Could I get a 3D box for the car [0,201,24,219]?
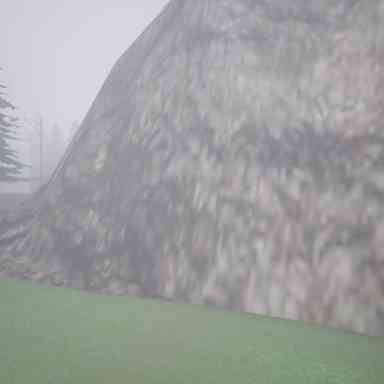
[{"bbox_3d":[-16.090,1.492,26.666,2.128,1.511,4.902,0,0,29],"label":"car"}]
